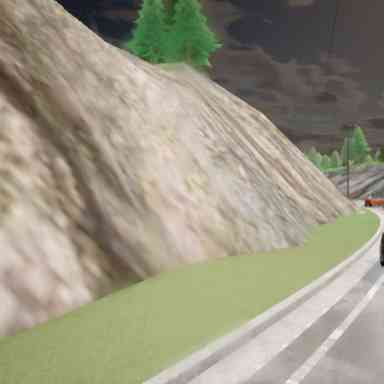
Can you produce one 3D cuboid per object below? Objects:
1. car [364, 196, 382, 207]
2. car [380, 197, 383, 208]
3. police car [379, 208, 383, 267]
[{"bbox_3d":[27.471,1.307,50.021,2.097,1.767,4.553,0,0,17],"label":"car"},{"bbox_3d":[23.709,1.528,38.774,1.994,1.385,4.181,0,0,20],"label":"car"},{"bbox_3d":[7.358,1.415,10.715,1.930,1.638,5.238,0,0,36],"label":"police car"}]
